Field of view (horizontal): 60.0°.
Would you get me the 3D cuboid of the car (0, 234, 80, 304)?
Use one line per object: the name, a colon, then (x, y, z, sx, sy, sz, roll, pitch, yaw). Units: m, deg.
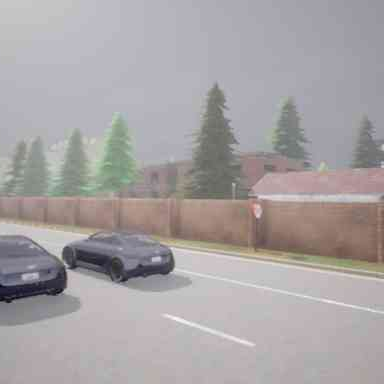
car: (-4.903, 1.762, 8.368, 4.181, 1.385, 1.994, 0, -3, 42)

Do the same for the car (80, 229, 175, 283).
car: (-2.520, 1.916, 10.929, 4.181, 1.385, 1.994, 0, -3, 42)
